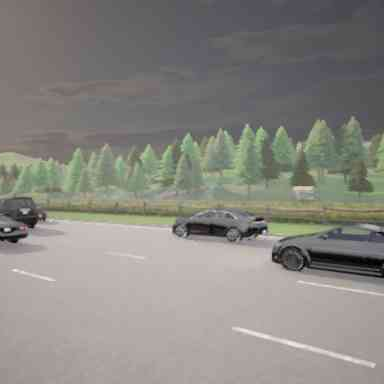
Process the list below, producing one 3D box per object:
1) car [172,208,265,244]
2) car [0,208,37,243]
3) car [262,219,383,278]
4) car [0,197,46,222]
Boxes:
[{"bbox_3d":[1.215,1.539,16.043,4.902,1.511,2.128,0,0,36],"label":"car"},{"bbox_3d":[-9.631,1.616,15.210,5.357,1.411,2.033,0,0,36],"label":"car"},{"bbox_3d":[4.426,1.584,9.434,4.181,1.385,1.994,0,0,36],"label":"car"},{"bbox_3d":[-12.037,1.314,21.240,5.566,2.045,2.150,0,0,36],"label":"car"}]
